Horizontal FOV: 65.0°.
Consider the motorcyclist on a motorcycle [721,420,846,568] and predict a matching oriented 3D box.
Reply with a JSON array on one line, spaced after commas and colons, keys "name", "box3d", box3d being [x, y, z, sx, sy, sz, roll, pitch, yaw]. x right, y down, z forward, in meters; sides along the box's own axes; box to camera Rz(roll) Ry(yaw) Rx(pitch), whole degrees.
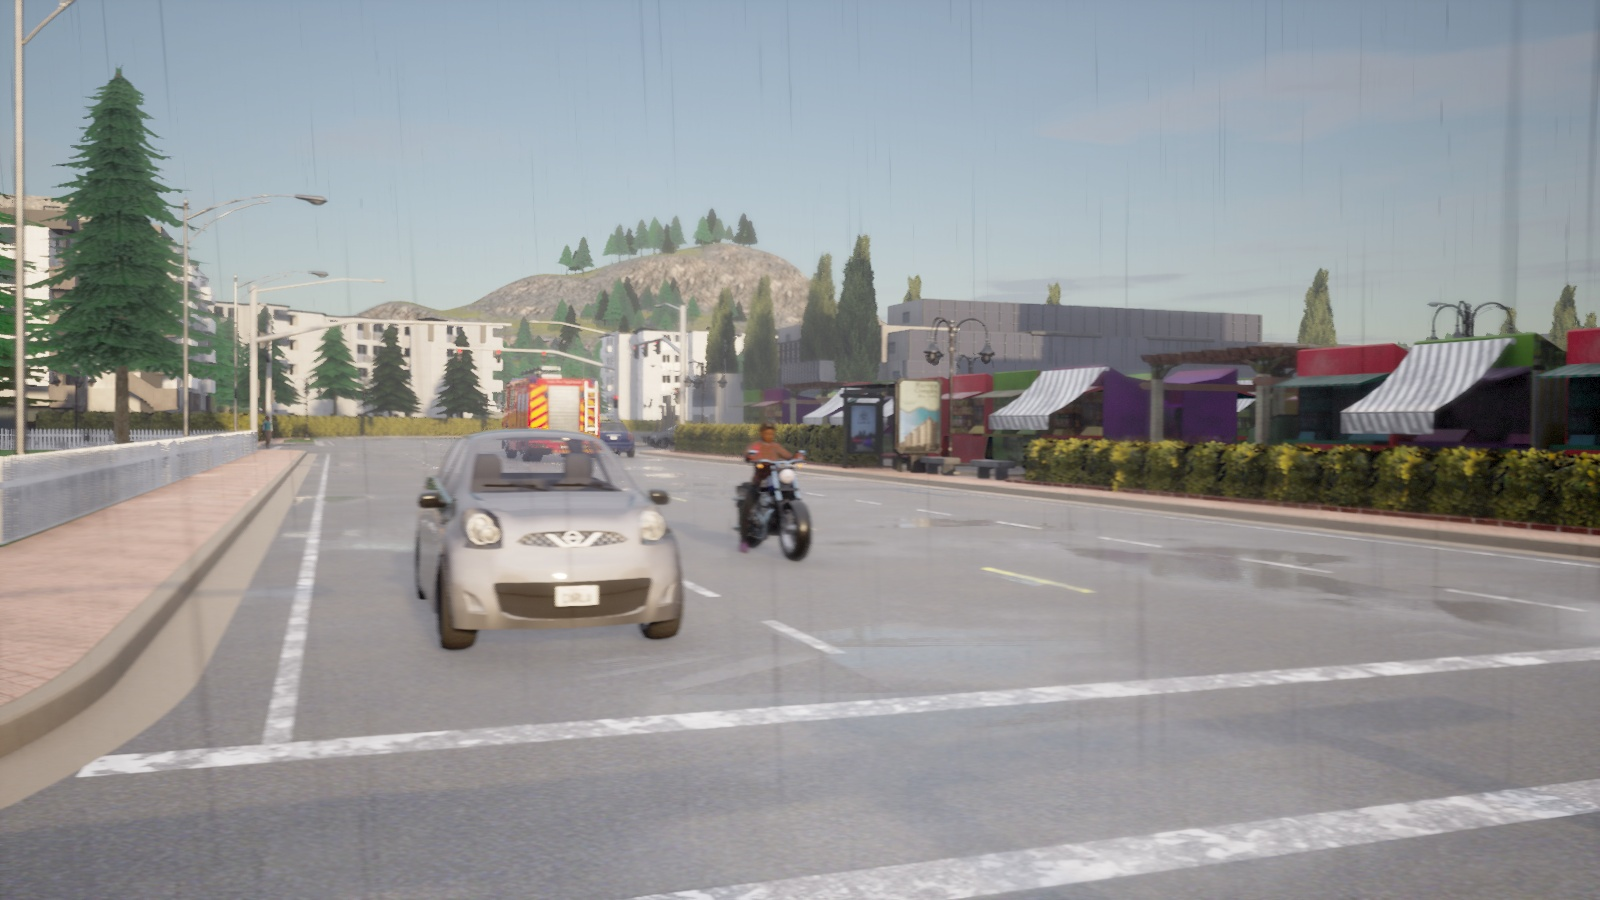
[{"name": "motorcyclist on a motorcycle", "box3d": [-0.248, 0.467, 15.268, 0.766, 1.649, 2.350, -1, 1, -20]}]

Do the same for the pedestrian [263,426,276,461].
[{"name": "pedestrian", "box3d": [-29.576, -0.385, 69.959, 0.692, 1.930, 0.396, 0, 2, 45]}]

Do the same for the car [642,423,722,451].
[{"name": "car", "box3d": [-7.449, -0.812, 79.408, 4.611, 1.667, 2.242, -1, 1, -19]}]

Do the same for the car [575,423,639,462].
[{"name": "car", "box3d": [-9.209, -0.382, 59.532, 2.097, 1.767, 4.553, -1, 1, -20]}]

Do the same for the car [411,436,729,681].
[{"name": "car", "box3d": [-1.991, 0.659, 9.911, 1.845, 1.501, 3.633, -1, 1, -20]}]

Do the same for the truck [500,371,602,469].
[{"name": "truck", "box3d": [-10.760, -1.268, 53.594, 2.891, 3.827, 8.468, -1, 1, -20]}]
